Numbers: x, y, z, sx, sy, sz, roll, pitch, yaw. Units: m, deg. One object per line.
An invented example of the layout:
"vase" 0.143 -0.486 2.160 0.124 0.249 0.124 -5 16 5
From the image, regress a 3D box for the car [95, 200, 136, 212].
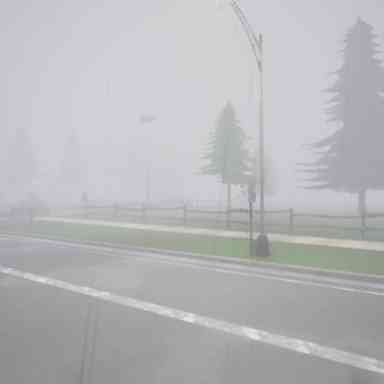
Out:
"car" -9.750 1.878 42.708 1.994 1.385 4.181 -1 0 35

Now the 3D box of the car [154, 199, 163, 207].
"car" -3.532 1.572 57.568 2.150 2.045 5.566 -1 -1 35

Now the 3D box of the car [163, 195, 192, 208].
"car" -2.027 1.666 53.669 2.097 1.767 4.553 -1 0 35

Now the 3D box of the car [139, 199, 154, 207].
"car" -6.706 1.945 59.099 1.994 1.385 4.181 -1 0 35

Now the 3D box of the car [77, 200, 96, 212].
"car" -12.542 1.873 44.814 1.812 1.442 4.674 -1 0 35

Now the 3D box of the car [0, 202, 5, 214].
"car" -24.839 1.978 39.540 1.994 1.385 4.181 -1 0 35

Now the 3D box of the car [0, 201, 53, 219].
"car" -16.663 1.664 32.874 2.097 1.767 4.553 -1 0 35

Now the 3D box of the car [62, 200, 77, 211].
"car" -15.221 1.872 47.087 2.128 1.511 4.902 -1 0 35

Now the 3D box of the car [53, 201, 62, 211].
"car" -18.688 1.940 48.229 1.812 1.442 4.674 -1 0 35

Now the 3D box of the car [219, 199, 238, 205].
"car" 7.281 1.958 66.784 1.895 1.301 4.718 -1 0 35

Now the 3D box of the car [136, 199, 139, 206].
"car" -9.949 2.015 60.535 1.895 1.301 4.718 -1 0 36
